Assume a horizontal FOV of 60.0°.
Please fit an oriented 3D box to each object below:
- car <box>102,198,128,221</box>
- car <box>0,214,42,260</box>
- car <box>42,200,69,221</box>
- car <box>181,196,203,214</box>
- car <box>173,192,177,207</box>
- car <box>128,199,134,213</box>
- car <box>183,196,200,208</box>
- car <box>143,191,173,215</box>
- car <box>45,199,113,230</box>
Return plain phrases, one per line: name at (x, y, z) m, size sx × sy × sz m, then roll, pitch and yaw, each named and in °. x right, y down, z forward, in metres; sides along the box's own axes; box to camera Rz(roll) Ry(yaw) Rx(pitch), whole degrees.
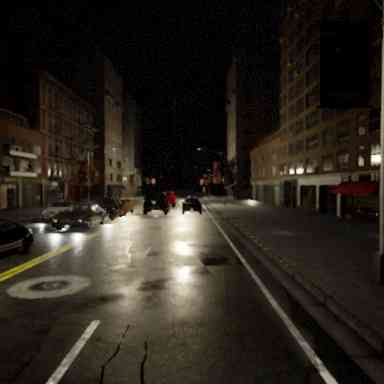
car at (-6.508, 1.240, 25.432) m, size 1.837 × 1.490 × 4.892 m, roll 0°, pitch 0°, yaw 0°
car at (-6.594, 1.490, 10.121) m, size 1.994 × 1.385 × 4.181 m, roll 0°, pitch 0°, yaw 0°
car at (-9.759, 1.352, 25.432) m, size 1.812 × 1.442 × 4.674 m, roll 0°, pitch 0°, yaw 0°
car at (-0.007, 1.289, 31.604) m, size 1.837 × 1.490 × 4.892 m, roll 0°, pitch 1°, yaw 0°
car at (-3.245, 0.929, 43.787) m, size 2.150 × 2.045 × 5.566 m, roll 0°, pitch 1°, yaw 0°
car at (-6.570, 1.268, 30.346) m, size 1.882 × 1.535 × 5.008 m, roll 0°, pitch 0°, yaw 1°
car at (-0.001, 1.254, 43.433) m, size 2.033 × 1.411 × 5.357 m, roll 0°, pitch 0°, yaw 1°
car at (-3.260, 1.006, 31.246) m, size 2.150 × 2.045 × 5.566 m, roll 0°, pitch 0°, yaw 0°
car at (-6.601, 1.405, 20.207) m, size 2.033 × 1.411 × 5.357 m, roll 0°, pitch 0°, yaw 0°
